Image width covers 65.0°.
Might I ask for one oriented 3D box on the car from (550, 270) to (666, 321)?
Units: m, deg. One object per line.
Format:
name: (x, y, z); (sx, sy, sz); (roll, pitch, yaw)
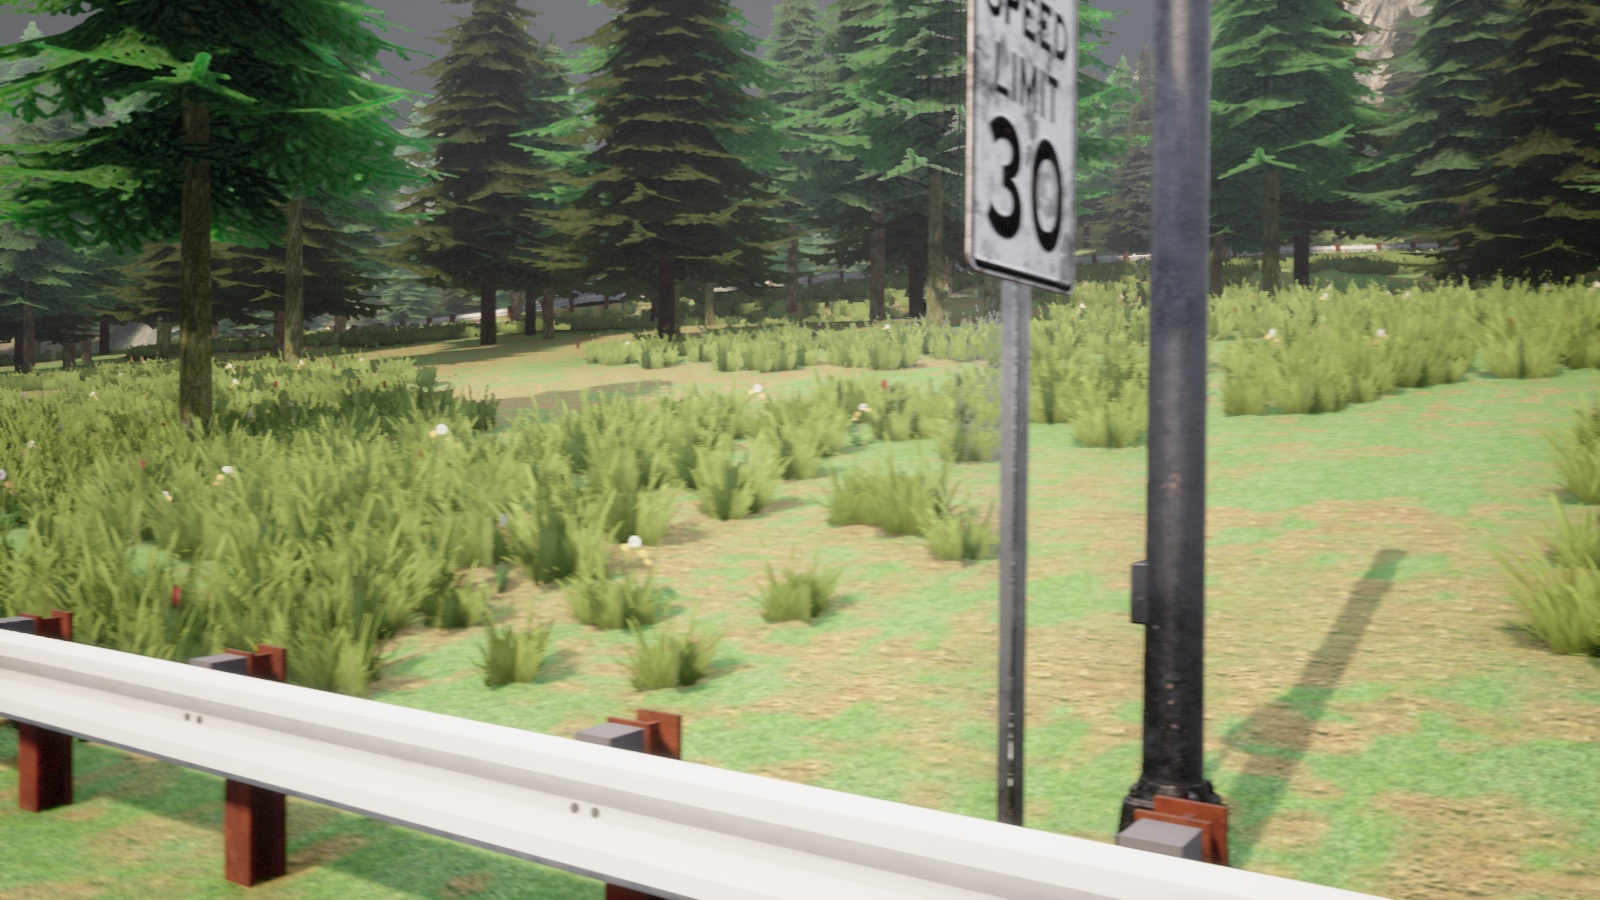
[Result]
car: (-8.998, -7.204, 58.874); (4.856, 1.649, 2.033); (-5, 0, 16)
